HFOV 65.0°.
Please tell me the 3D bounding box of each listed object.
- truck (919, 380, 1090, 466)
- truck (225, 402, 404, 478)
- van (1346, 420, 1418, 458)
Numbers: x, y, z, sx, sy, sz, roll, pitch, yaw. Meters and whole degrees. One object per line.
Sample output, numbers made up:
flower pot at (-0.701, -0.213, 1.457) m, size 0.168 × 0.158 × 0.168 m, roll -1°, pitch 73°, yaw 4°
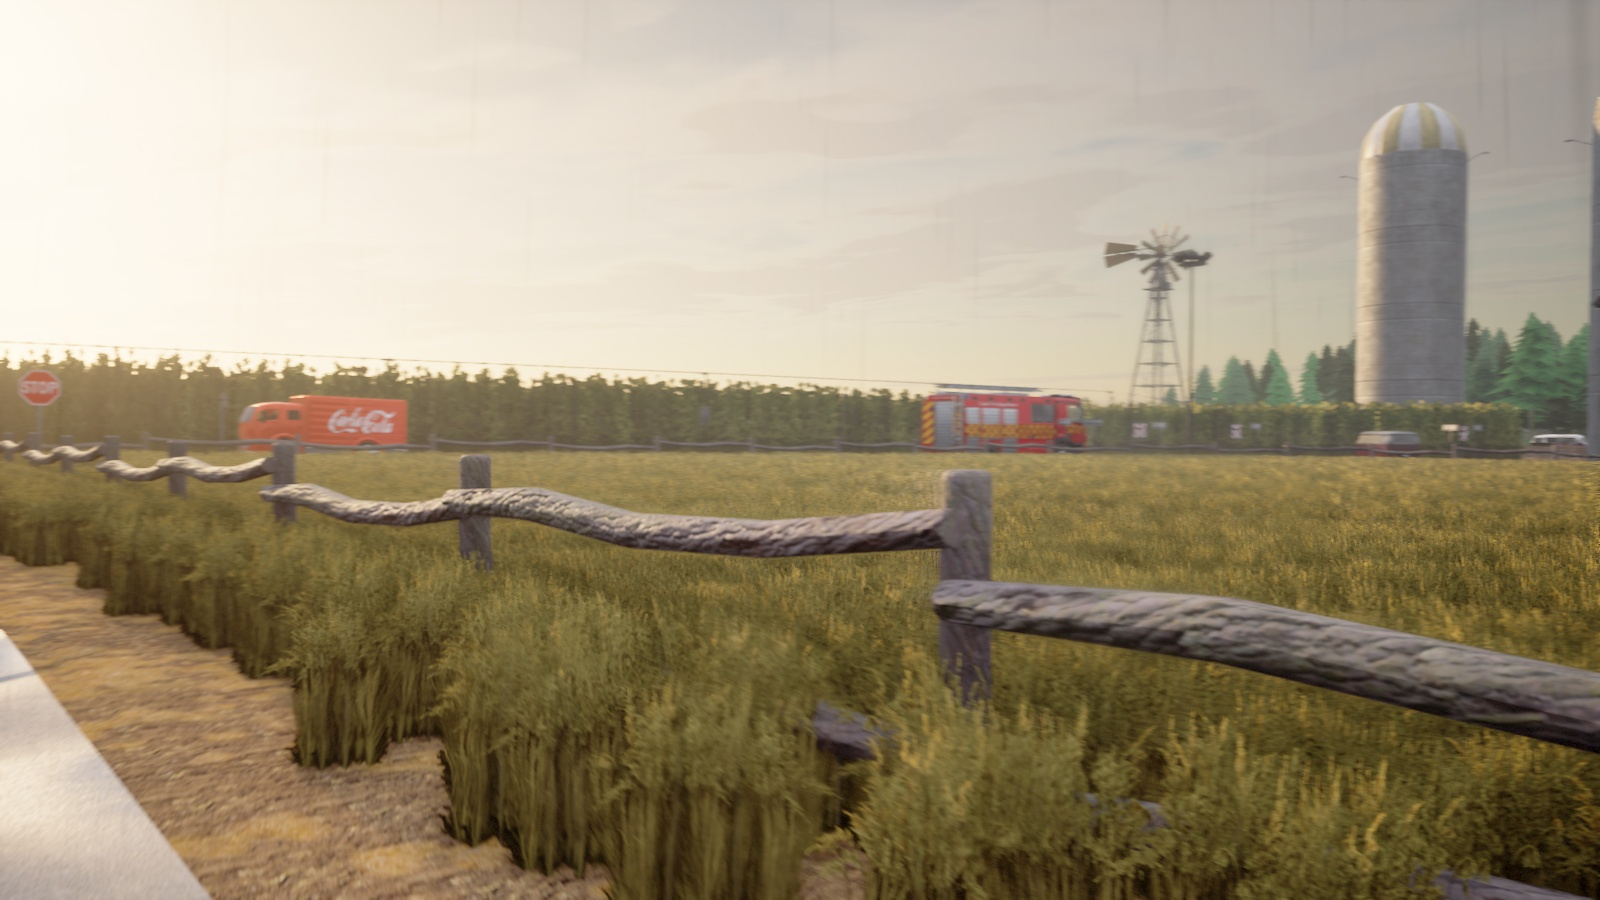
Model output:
truck at (9.754, -1.256, 59.340) m, size 8.468 × 3.827 × 2.891 m, roll -1°, pitch 1°, yaw -37°
truck at (-16.638, -0.321, 43.135) m, size 5.204 × 2.467 × 2.627 m, roll 0°, pitch 0°, yaw -38°
van at (31.264, -0.606, 67.582) m, size 1.775 × 1.987 × 4.442 m, roll 0°, pitch 1°, yaw 0°
